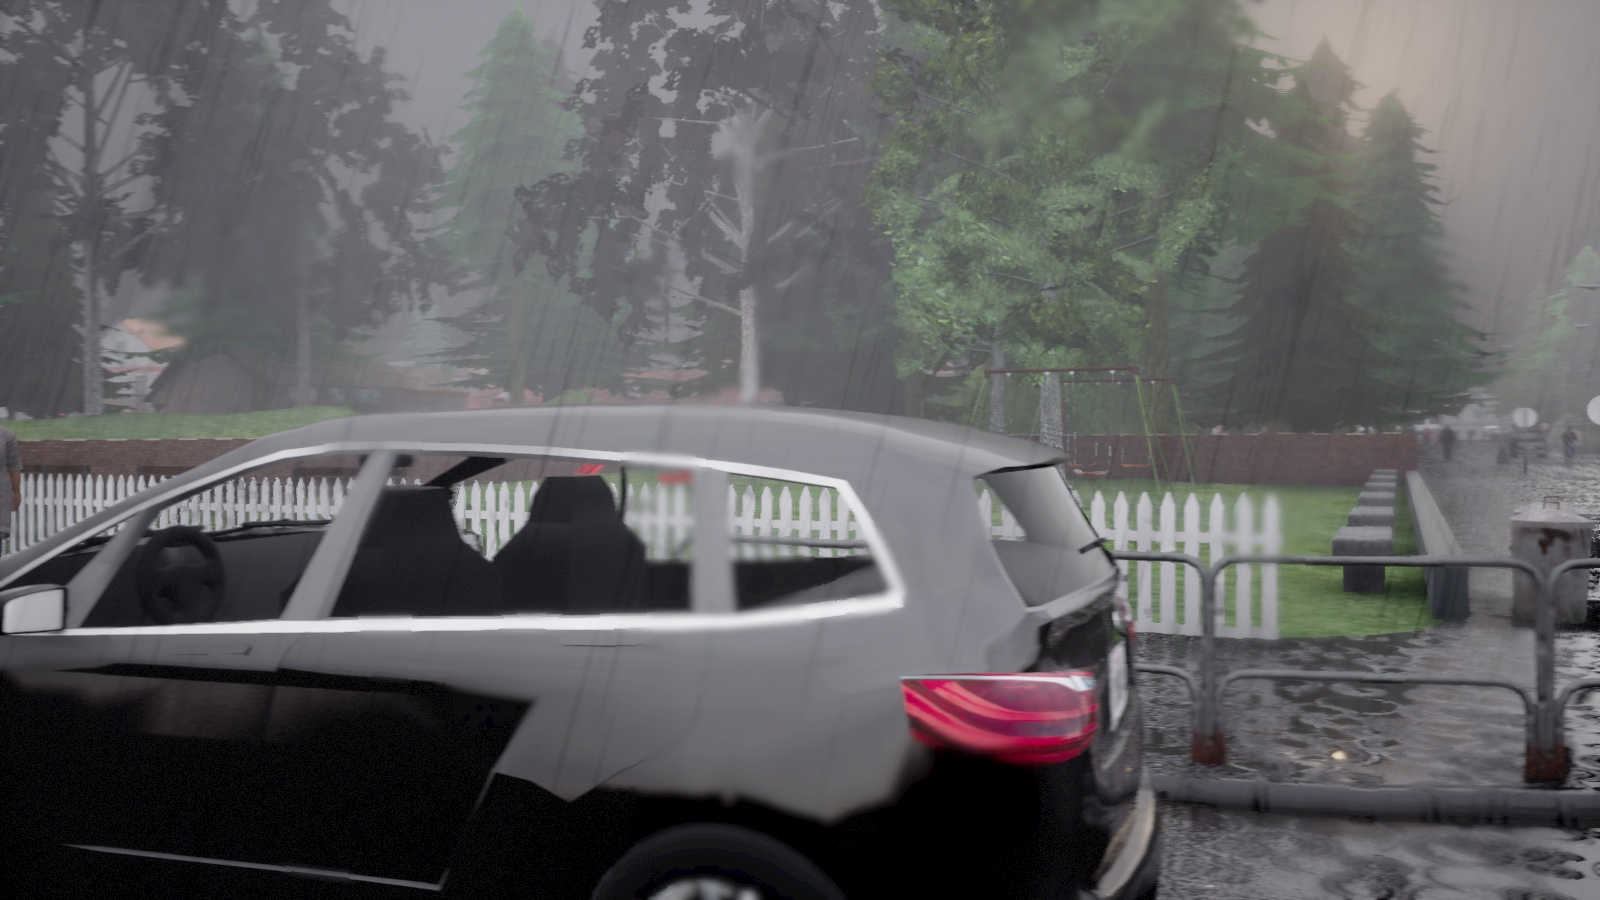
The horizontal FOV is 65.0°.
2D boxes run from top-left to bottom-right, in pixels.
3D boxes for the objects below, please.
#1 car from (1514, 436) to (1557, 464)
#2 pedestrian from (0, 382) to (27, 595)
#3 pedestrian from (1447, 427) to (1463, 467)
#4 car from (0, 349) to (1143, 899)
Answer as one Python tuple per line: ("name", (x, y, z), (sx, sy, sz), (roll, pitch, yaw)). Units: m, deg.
("car", (41.721, 0.003, 71.294), (1.789, 1.549, 3.705), (1, 1, 26))
("pedestrian", (-7.671, 0.345, 11.808), (0.659, 1.952, 0.873), (0, 1, -33))
("pedestrian", (30.992, -0.149, 59.385), (0.634, 1.844, 0.899), (1, 1, 26))
("car", (-1.323, 0.608, 4.235), (4.611, 1.667, 2.242), (1, 1, 20))
